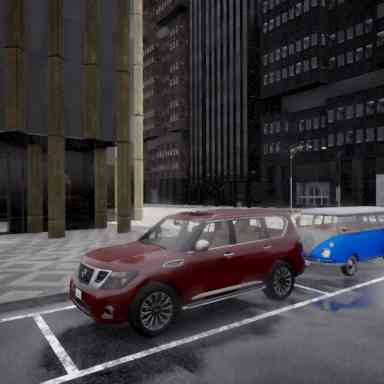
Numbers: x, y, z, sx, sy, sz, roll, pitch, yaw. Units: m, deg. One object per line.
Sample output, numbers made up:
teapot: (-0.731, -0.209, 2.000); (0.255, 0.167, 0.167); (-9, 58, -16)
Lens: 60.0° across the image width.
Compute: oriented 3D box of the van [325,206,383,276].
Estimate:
van: (4.712, 1.341, 10.023); (3.998, 1.788, 1.690); (0, 0, -36)

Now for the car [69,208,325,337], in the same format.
car: (0.216, 1.315, 6.813); (5.009, 1.841, 2.192); (0, 0, -36)
